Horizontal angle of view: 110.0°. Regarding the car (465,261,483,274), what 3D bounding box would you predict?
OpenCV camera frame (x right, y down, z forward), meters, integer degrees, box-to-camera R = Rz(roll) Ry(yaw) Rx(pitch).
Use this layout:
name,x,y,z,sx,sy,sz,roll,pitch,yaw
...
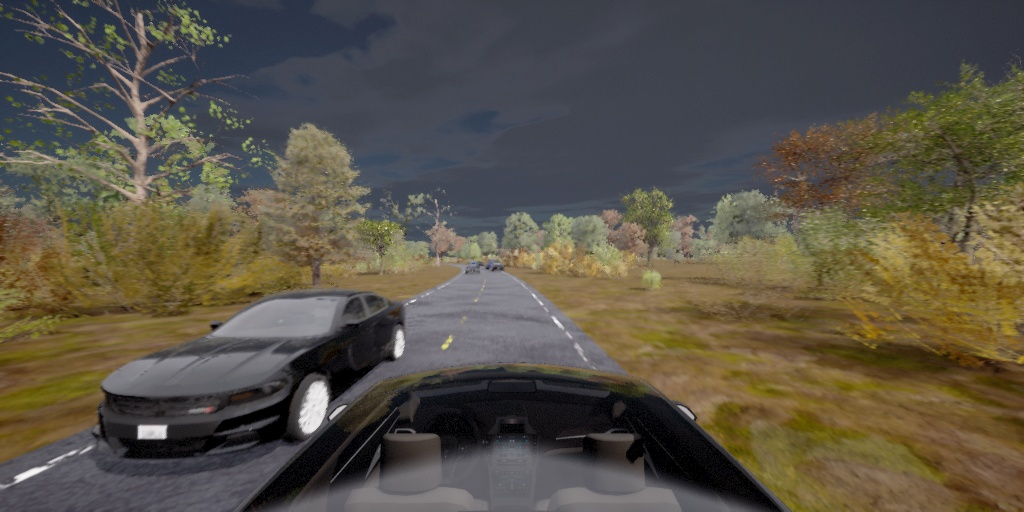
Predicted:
name,x,y,z,sx,sy,sz,roll,pitch,yaw
car,-5.320,1.773,48.813,1.994,1.385,4.181,0,-1,-5

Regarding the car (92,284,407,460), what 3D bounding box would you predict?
name,x,y,z,sx,sy,sz,roll,pitch,yaw
car,-3.135,1.272,5.603,1.882,1.535,5.008,0,-1,0

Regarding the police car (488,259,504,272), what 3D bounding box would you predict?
name,x,y,z,sx,sy,sz,roll,pitch,yaw
police car,-2.374,1.721,58.833,1.930,1.638,5.238,0,-1,-7
